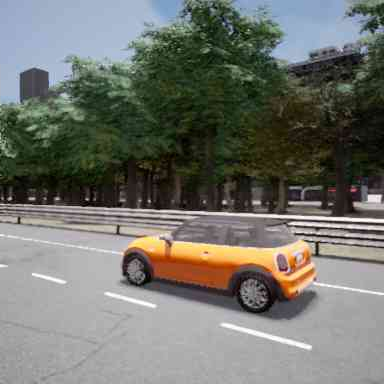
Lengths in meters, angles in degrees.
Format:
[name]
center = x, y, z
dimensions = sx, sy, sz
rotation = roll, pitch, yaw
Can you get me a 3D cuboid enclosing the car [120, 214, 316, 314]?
[car]
center = 0.416, 1.353, 7.876
dimensions = 4.553, 1.767, 2.097
rotation = 0, 0, 36
